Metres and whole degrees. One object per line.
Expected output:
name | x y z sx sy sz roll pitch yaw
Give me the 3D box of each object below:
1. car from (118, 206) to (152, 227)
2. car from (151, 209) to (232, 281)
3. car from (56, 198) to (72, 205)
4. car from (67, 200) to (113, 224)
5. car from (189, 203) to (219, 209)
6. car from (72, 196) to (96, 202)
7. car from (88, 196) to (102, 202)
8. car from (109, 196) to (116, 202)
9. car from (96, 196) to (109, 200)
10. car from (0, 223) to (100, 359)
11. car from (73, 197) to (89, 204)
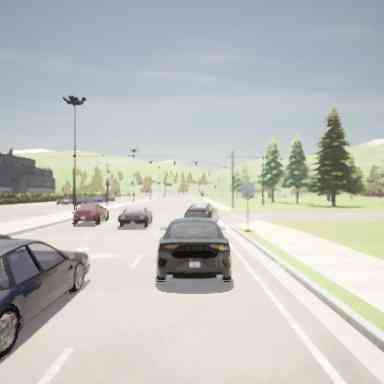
car | -3.802 1.644 23.059 1.895 1.301 4.718 0 0 -2
car | 0.028 1.497 9.962 1.882 1.535 5.008 0 0 -1
car | -23.327 1.714 61.322 1.895 1.301 4.718 0 0 0
car | -7.368 1.571 24.531 1.812 1.442 4.674 0 0 -2
car | 0.789 1.538 23.783 2.128 1.511 4.902 0 0 13
car | -19.827 1.619 61.392 1.837 1.490 4.892 0 0 0
car | -23.339 1.701 80.117 1.994 1.385 4.181 0 0 0
car | -19.839 1.702 80.917 1.994 1.385 4.181 0 0 0
car | -19.833 1.609 70.849 1.882 1.535 5.008 0 0 0
car | -3.432 1.559 5.884 2.033 1.411 5.357 0 0 0
car | -23.332 1.725 70.215 1.895 1.301 4.718 0 0 0
